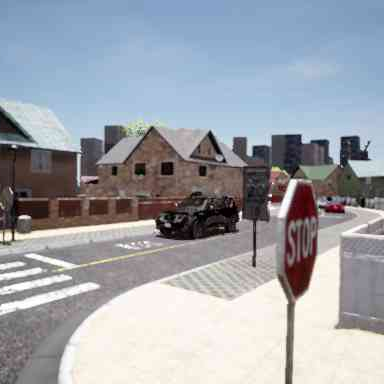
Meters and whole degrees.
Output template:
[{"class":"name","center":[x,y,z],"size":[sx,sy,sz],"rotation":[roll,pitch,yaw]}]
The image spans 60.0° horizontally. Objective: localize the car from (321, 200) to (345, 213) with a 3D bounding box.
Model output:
[{"class":"car","center":[16.785,1.729,39.267],"size":[1.994,1.385,4.181],"rotation":[1,0,19]}]

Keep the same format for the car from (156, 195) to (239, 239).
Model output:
[{"class":"car","center":[0.487,1.220,17.946],"size":[2.150,2.045,5.566],"rotation":[2,1,36]}]

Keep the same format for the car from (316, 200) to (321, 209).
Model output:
[{"class":"car","center":[19.013,1.768,49.068],"size":[1.895,1.301,4.718],"rotation":[1,0,6]}]
